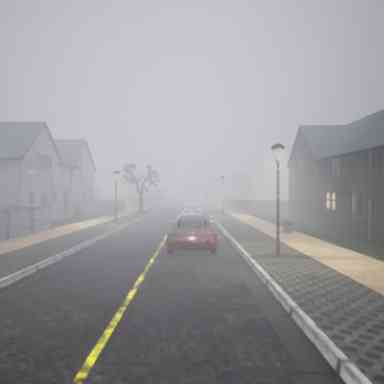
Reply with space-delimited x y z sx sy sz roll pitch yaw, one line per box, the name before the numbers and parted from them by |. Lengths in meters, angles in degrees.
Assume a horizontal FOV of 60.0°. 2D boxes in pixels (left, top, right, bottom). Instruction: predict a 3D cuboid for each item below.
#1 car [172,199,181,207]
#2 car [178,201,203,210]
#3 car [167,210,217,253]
car | -2.736 2.141 63.822 2.033 1.411 5.357 0 -1 0
car | 0.010 1.799 29.393 1.812 1.442 4.674 0 0 0
car | 0.006 1.698 14.304 1.994 1.385 4.181 0 0 0
